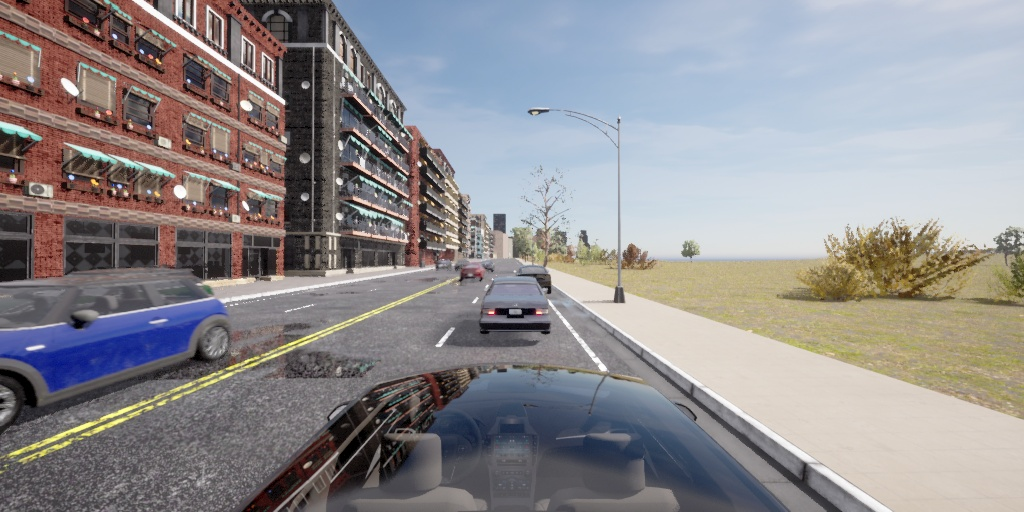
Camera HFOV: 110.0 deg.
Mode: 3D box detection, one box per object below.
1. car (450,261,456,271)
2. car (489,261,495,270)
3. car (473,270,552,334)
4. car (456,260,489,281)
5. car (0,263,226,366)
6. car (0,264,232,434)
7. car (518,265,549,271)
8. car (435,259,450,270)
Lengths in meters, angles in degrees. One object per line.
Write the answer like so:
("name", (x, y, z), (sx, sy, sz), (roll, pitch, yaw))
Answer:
("car", (-6.642, 1.256, 48.278), (1.837, 1.490, 4.892), (0, 0, 0))
("car", (-3.190, 1.299, 45.616), (2.033, 1.411, 5.357), (0, 0, 0))
("car", (0.094, 1.299, 10.564), (2.033, 1.411, 5.357), (0, 0, 0))
("car", (-3.177, 1.278, 29.654), (1.812, 1.442, 4.674), (0, 0, 0))
("car", (-9.858, 1.103, 8.752), (2.097, 1.767, 4.553), (0, 0, 0))
("car", (-6.604, 1.102, 5.155), (2.097, 1.767, 4.553), (0, 0, 0))
("car", (1.119, 1.230, 20.327), (1.882, 1.535, 5.008), (0, 0, 0))
("car", (-9.892, 1.242, 52.150), (2.128, 1.511, 4.902), (0, 0, 0))
